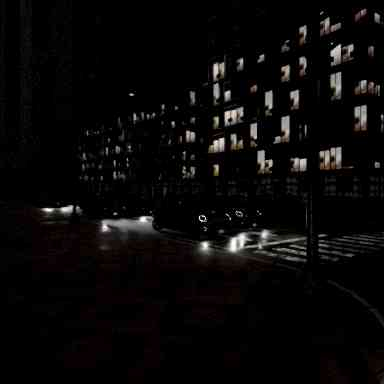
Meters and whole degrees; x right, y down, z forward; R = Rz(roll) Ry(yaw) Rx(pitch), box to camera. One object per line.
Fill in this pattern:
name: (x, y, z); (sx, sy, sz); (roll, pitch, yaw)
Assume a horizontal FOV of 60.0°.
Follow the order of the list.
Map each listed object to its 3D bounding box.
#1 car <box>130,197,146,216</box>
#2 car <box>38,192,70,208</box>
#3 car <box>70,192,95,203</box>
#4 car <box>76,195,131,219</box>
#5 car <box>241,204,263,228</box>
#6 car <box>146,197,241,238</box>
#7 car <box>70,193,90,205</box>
car: (-4.740, 1.103, 27.641); (2.033, 1.411, 5.357); (0, 1, -38)
car: (-14.955, 0.832, 35.380); (1.837, 1.490, 4.892); (0, 3, -38)
car: (-15.438, 0.754, 46.812); (1.895, 1.301, 4.718); (0, 1, -38)
car: (-6.686, 1.178, 24.863); (1.895, 1.301, 4.718); (0, 1, -38)
car: (1.911, 1.104, 19.227); (2.097, 1.767, 4.553); (0, 1, -38)
car: (-0.075, 1.124, 16.497); (2.097, 1.767, 4.553); (0, 1, -38)
car: (-14.413, 0.869, 39.970); (1.895, 1.301, 4.718); (0, 1, -38)
